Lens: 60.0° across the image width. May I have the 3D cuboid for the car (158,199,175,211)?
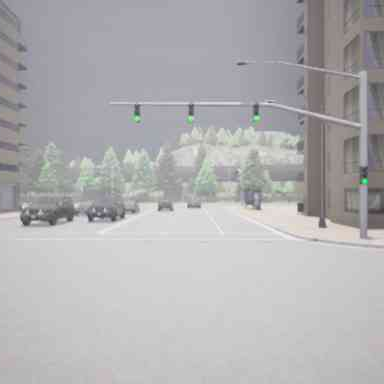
[{"bbox_3d":[-3.407,1.686,43.411,1.837,1.490,4.892,0,0,0],"label":"car"}]

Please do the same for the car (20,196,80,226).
[{"bbox_3d":[-10.597,1.325,24.939,2.150,2.045,5.566,0,0,0],"label":"car"}]

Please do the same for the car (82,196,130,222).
[{"bbox_3d":[-7.096,1.339,28.151,2.150,2.045,5.566,0,0,0],"label":"car"}]

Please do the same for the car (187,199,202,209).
[{"bbox_3d":[0.383,1.776,50.709,1.994,1.385,4.181,0,0,5],"label":"car"}]

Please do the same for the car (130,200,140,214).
[{"bbox_3d":[-7.082,1.683,37.679,1.812,1.442,4.674,0,0,0],"label":"car"}]

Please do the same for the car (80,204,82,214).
[{"bbox_3d":[-10.590,1.670,34.541,1.812,1.442,4.674,0,0,0],"label":"car"}]
